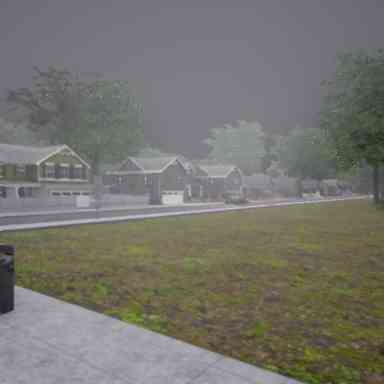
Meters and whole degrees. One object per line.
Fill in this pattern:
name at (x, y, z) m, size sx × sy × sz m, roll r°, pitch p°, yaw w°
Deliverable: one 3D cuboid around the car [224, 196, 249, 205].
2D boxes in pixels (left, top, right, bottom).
car at (7.068, 1.276, 51.818) m, size 2.033 × 1.411 × 5.357 m, roll 1°, pitch 0°, yaw 35°
